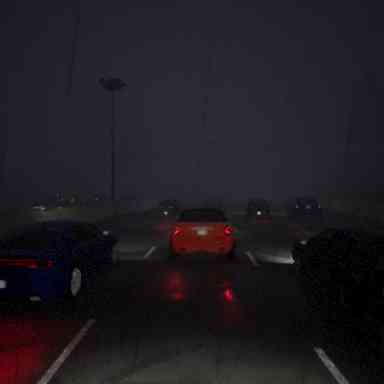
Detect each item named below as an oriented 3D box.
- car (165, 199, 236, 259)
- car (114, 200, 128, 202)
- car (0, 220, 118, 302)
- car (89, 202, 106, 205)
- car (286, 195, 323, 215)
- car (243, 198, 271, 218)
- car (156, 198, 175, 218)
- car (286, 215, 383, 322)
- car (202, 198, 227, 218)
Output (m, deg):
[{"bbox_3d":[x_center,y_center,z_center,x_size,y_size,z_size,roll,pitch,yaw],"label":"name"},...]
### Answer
[{"bbox_3d":[0.429,1.255,12.381,2.097,1.767,4.553,0,0,3],"label":"car"},{"bbox_3d":[-9.260,1.180,46.127,2.128,1.511,4.902,0,0,13],"label":"car"},{"bbox_3d":[-3.271,1.427,8.281,1.882,1.535,5.008,0,1,2],"label":"car"},{"bbox_3d":[-12.948,1.057,45.647,2.097,1.767,4.553,0,0,12],"label":"car"},{"bbox_3d":[8.723,1.117,26.203,2.097,1.767,4.553,0,0,7],"label":"car"},{"bbox_3d":[5.326,1.278,27.229,1.837,1.490,4.892,0,1,8],"label":"car"},{"bbox_3d":[-1.668,1.303,27.733,1.837,1.490,4.892,0,1,8],"label":"car"},{"bbox_3d":[3.688,1.477,7.248,2.033,1.411,5.357,0,0,2],"label":"car"},{"bbox_3d":[2.018,1.298,28.886,1.812,1.442,4.674,0,1,8],"label":"car"}]
